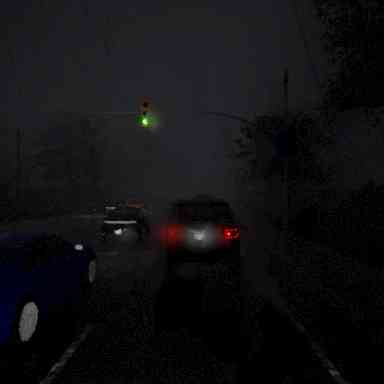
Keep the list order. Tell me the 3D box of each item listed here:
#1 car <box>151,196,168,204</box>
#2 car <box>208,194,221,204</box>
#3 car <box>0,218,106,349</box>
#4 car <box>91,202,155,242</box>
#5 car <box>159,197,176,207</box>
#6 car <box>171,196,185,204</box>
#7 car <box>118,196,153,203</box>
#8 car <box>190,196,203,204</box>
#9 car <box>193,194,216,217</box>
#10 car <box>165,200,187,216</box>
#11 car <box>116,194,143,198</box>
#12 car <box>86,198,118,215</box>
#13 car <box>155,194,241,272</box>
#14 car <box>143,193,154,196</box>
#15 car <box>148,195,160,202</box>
[{"bbox_3d":[-6.219,1.503,64.129,2.128,1.511,4.902,0,0,8],"label":"car"},{"bbox_3d":[4.436,1.365,64.562,2.097,1.767,4.553,0,0,8],"label":"car"},{"bbox_3d":[-3.306,1.478,6.292,1.882,1.535,5.008,0,0,1],"label":"car"},{"bbox_3d":[-3.041,1.495,16.502,2.128,1.511,4.902,0,0,2],"label":"car"},{"bbox_3d":[-3.957,1.573,53.749,1.994,1.385,4.181,0,0,7],"label":"car"},{"bbox_3d":[-2.699,1.489,64.050,1.882,1.535,5.008,0,0,8],"label":"car"},{"bbox_3d":[-5.772,1.483,34.437,1.882,1.535,5.008,0,0,4],"label":"car"},{"bbox_3d":[0.893,1.537,63.508,1.812,1.442,4.674,0,0,7],"label":"car"},{"bbox_3d":[1.330,1.228,33.001,2.150,2.045,5.566,0,0,4],"label":"car"},{"bbox_3d":[-1.640,1.553,34.149,2.033,1.411,5.357,0,0,-3],"label":"car"},{"bbox_3d":[-8.547,1.227,43.526,2.150,2.045,5.566,0,0,5],"label":"car"},{"bbox_3d":[-9.297,1.568,34.200,1.994,1.385,4.181,0,0,4],"label":"car"},{"bbox_3d":[0.279,1.223,10.952,2.150,2.045,5.566,0,0,1],"label":"car"},{"bbox_3d":[-7.463,1.229,53.833,2.150,2.045,5.566,0,0,7],"label":"car"},{"bbox_3d":[-5.010,1.532,43.723,1.812,1.442,4.674,0,0,5],"label":"car"}]
